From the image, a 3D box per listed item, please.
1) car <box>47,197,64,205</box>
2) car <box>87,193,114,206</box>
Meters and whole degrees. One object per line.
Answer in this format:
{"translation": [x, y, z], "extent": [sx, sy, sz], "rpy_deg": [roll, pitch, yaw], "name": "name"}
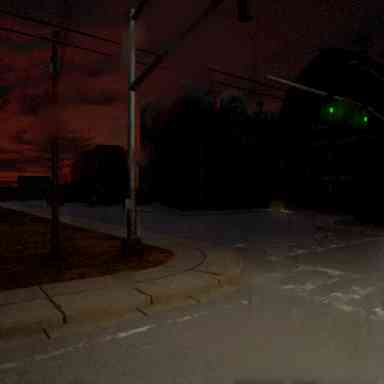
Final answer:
{"translation": [-23.339, 1.537, 56.662], "extent": [1.994, 1.385, 4.181], "rpy_deg": [0, 0, -36], "name": "car"}
{"translation": [-13.807, 1.118, 50.592], "extent": [3.866, 1.878, 1.905], "rpy_deg": [-2, 5, 11], "name": "car"}
